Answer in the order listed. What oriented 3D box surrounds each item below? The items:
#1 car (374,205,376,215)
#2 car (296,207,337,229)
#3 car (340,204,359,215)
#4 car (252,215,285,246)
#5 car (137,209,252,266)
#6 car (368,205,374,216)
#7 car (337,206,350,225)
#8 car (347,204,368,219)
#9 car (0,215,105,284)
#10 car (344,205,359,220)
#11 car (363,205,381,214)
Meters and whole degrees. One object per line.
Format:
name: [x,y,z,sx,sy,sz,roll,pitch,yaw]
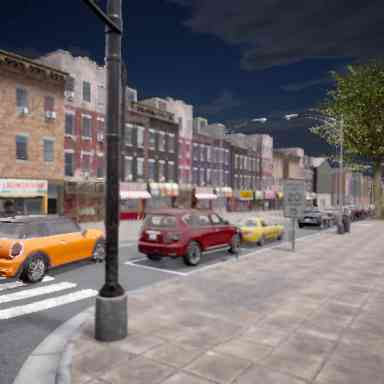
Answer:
car: [25.756,2.686,48.913,2.008,1.369,4.403,-1,-1,35]
car: [9.723,2.150,26.297,1.947,1.339,4.313,0,-1,35]
car: [24.093,2.642,50.934,1.812,1.442,4.674,1,-1,35]
car: [3.408,1.900,17.390,1.752,1.417,4.829,0,-1,35]
car: [0.104,1.580,12.732,2.192,1.841,5.009,0,-1,35]
car: [22.550,2.463,44.393,1.967,1.590,4.097,-1,-1,35]
car: [12.930,2.243,30.821,2.008,1.369,4.403,0,-1,35]
car: [19.343,2.455,39.867,1.887,1.381,4.507,0,-1,35]
car: [-4.488,1.498,10.421,2.097,1.767,4.553,2,0,17]
car: [16.136,2.383,35.343,1.802,1.307,4.206,0,-1,35]
car: [28.962,2.800,53.436,2.008,1.369,4.403,-1,-2,35]
